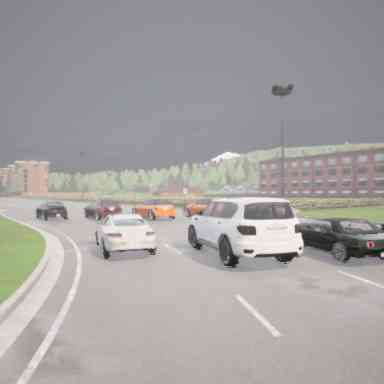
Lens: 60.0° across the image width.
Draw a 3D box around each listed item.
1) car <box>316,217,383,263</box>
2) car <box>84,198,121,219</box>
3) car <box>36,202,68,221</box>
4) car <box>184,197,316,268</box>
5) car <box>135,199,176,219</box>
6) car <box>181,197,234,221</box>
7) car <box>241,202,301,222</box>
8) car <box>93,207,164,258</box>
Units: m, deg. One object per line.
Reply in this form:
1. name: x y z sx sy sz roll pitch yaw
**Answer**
1. car: 5.059 1.550 11.887 1.895 1.301 4.718 0 0 -16
2. car: -7.537 1.405 28.042 2.097 1.767 4.553 -1 0 -34
3. car: -11.989 1.598 28.349 1.837 1.490 4.892 0 0 -35
4. car: 1.538 1.202 11.615 2.150 2.045 5.566 0 0 -17
5. car: -3.269 1.367 27.989 2.097 1.767 4.553 -1 0 -33
6. car: 1.182 1.328 27.845 2.097 1.767 4.553 -1 0 -34
7. car: 6.212 1.533 26.744 1.895 1.301 4.718 0 0 -32
8. car: -2.665 1.543 12.950 1.812 1.442 4.674 0 0 -20
